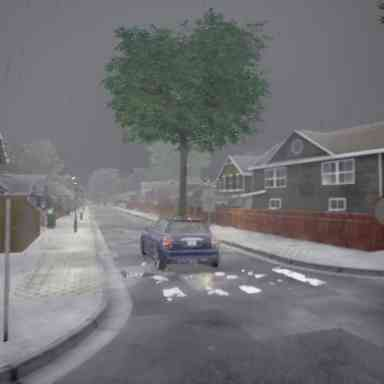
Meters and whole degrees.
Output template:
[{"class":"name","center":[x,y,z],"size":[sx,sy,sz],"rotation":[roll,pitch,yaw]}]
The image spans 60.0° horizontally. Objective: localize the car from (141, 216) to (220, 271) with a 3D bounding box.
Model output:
[{"class":"car","center":[-0.619,1.703,12.592],"size":[2.097,1.767,4.553],"rotation":[2,-2,-17]}]
